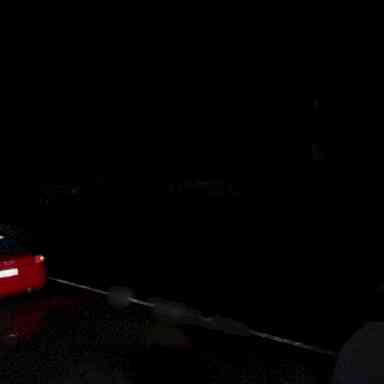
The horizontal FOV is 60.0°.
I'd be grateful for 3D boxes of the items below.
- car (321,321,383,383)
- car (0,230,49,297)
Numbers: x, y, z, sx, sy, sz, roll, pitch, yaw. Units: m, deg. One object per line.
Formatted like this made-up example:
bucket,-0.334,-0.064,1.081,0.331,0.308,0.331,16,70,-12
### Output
car,3.167,1.601,1.721,4.718,1.301,1.895,0,0,36
car,-5.206,1.564,7.754,4.181,1.385,1.994,0,0,37
